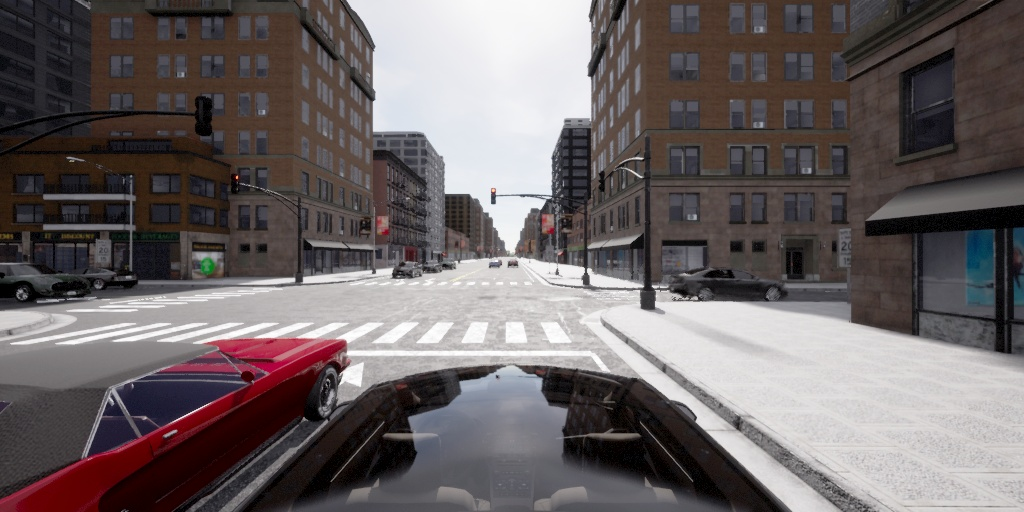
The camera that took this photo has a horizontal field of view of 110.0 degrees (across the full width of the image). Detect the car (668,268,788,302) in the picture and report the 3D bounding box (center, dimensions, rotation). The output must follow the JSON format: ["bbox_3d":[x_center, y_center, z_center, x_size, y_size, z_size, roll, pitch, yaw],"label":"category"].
[{"bbox_3d":[9.743,1.278,16.319,4.892,1.490,1.837,0,0,0],"label":"car"}]

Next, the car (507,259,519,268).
[{"bbox_3d":[0.168,1.245,62.244,1.837,1.490,4.892,0,0,0],"label":"car"}]

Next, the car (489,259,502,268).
[{"bbox_3d":[-2.984,1.288,61.592,2.033,1.411,5.357,0,0,0],"label":"car"}]

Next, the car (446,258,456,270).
[{"bbox_3d":[-9.698,1.095,53.662,2.097,1.767,4.553,0,0,0],"label":"car"}]

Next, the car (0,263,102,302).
[{"bbox_3d":[-22.162,1.096,16.241,4.553,1.767,2.097,0,0,0],"label":"car"}]

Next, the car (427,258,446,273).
[{"bbox_3d":[-9.730,1.251,43.601,1.837,1.490,4.892,0,0,1],"label":"car"}]

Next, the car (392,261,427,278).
[{"bbox_3d":[-9.757,1.254,33.766,1.837,1.490,4.892,0,0,0],"label":"car"}]

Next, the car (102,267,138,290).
[{"bbox_3d":[-25.321,1.330,21.750,4.313,1.339,1.948,0,0,0],"label":"car"}]

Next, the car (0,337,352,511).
[{"bbox_3d":[-3.156,1.351,2.882,1.895,1.301,4.718,0,0,0],"label":"car"}]
